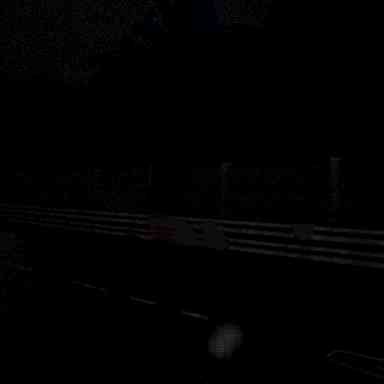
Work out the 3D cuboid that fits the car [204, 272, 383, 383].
[{"bbox_3d":[2.761,1.230,2.033,5.566,2.045,2.150,0,0,35],"label":"car"}]
